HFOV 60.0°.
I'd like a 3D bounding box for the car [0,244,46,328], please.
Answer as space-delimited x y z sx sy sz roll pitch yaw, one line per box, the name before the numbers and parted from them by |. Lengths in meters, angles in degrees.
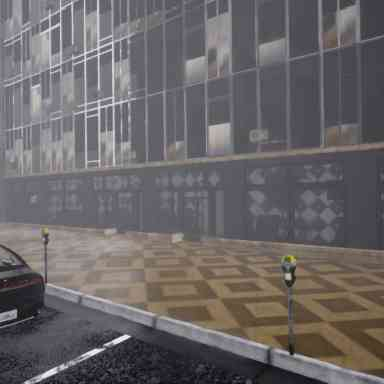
car | -4.424 1.553 6.062 4.403 1.369 2.008 0 -1 36
